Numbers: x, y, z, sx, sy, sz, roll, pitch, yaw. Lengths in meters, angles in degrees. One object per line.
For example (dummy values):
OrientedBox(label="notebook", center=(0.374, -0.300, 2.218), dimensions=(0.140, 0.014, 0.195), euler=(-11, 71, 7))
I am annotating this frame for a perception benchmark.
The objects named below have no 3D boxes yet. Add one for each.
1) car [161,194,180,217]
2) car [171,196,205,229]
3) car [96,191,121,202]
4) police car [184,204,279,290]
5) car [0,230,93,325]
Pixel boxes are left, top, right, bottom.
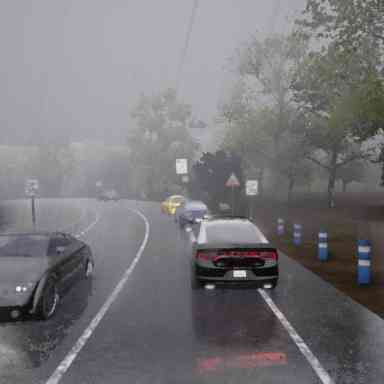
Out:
OrientedBox(label="car", center=(-1.216, 0.943, 25.651), dimensions=(1.801, 1.575, 5.366), euler=(-2, 2, -14))
OrientedBox(label="car", center=(0.038, 1.206, 19.319), dimensions=(1.812, 1.442, 4.674), euler=(-1, 2, -8))
OrientedBox(label="car", center=(-11.733, 0.622, 46.401), dimensions=(2.033, 1.411, 5.357), euler=(-5, 3, -35))
OrientedBox(label="police car", center=(0.867, 1.371, 9.144), dimensions=(1.930, 1.638, 5.238), euler=(0, 1, -2))
OrientedBox(label="car", center=(-3.512, 1.545, 7.050), dimensions=(1.994, 1.385, 4.181), euler=(0, 0, -2))
